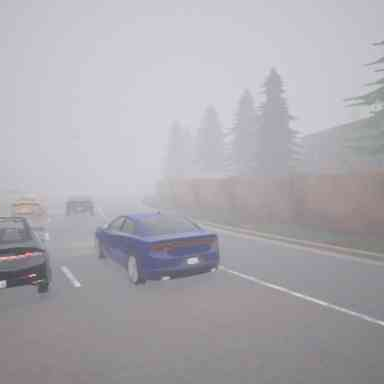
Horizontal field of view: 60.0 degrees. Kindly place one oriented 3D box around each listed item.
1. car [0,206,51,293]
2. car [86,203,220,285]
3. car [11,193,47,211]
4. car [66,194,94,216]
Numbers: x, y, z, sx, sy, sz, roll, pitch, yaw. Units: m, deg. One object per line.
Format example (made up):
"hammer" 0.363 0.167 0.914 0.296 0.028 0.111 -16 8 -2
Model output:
"car" -4.541 1.348 7.788 2.128 1.511 4.902 -2 2 -30
"car" -1.233 1.240 9.032 1.882 1.535 5.008 -2 2 -30
"car" -11.948 1.007 24.545 1.882 1.535 5.008 -2 2 -18
"car" -8.563 0.922 25.423 1.882 1.535 5.008 -2 2 -19
